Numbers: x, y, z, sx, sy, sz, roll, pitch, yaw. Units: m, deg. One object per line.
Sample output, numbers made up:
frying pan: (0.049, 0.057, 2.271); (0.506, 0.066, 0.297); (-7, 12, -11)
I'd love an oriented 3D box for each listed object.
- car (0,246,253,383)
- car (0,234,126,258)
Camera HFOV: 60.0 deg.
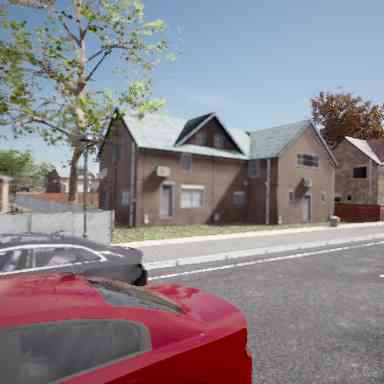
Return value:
car: (-1.763, 1.476, 2.409); (5.008, 1.535, 1.882); (1, 0, -35)
car: (-3.079, 1.496, 5.459); (4.902, 1.511, 2.128); (1, 0, -35)
